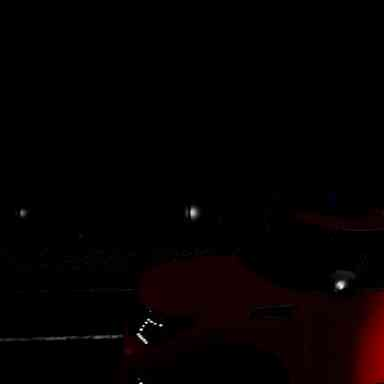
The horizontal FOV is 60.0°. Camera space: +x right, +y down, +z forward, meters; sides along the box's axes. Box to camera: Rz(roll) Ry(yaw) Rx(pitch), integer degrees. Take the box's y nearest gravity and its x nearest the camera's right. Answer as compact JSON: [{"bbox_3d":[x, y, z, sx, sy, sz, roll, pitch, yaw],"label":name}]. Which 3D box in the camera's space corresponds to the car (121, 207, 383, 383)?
[{"bbox_3d":[2.016,1.221,3.971,5.566,2.045,2.150,0,0,-4],"label":"car"}]
